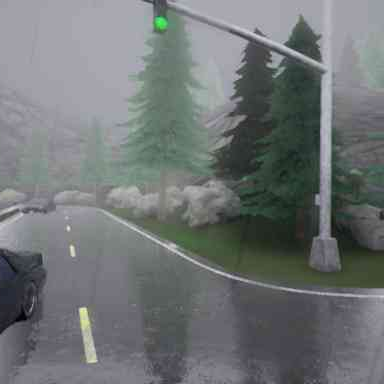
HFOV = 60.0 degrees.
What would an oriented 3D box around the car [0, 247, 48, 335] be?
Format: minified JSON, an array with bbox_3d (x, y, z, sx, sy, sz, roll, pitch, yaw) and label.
[{"bbox_3d":[-3.495,1.486,4.272,2.033,1.411,5.357,1,0,-7],"label":"car"}]

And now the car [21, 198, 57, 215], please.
[{"bbox_3d":[-13.558,1.225,29.809,2.033,1.411,5.357,0,0,-10],"label":"car"}]
